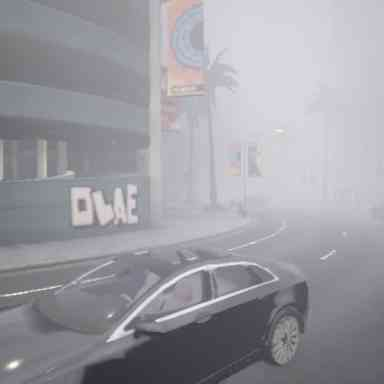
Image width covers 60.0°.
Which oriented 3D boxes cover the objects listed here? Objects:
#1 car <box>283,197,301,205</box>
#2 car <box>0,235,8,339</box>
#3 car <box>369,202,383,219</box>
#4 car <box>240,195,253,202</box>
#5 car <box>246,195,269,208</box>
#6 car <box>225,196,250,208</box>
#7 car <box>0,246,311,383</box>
[{"bbox_3d":[19.238,1.722,63.954,2.231,1.521,4.892,0,0,-8],"label":"car"},{"bbox_3d":[-5.427,1.548,4.568,4.892,1.490,1.837,0,0,-36],"label":"car"},{"bbox_3d":[16.057,1.567,27.014,2.128,1.511,4.902,0,0,9],"label":"car"},{"bbox_3d":[15.145,1.749,93.043,2.185,1.767,4.553,0,0,-8],"label":"car"},{"bbox_3d":[10.491,1.444,53.451,2.150,2.045,5.566,0,-1,-8],"label":"car"},{"bbox_3d":[7.103,1.753,52.323,1.812,1.442,4.674,0,-1,-8],"label":"car"},{"bbox_3d":[-0.429,1.515,4.056,4.902,1.511,2.128,0,0,-41],"label":"car"}]
